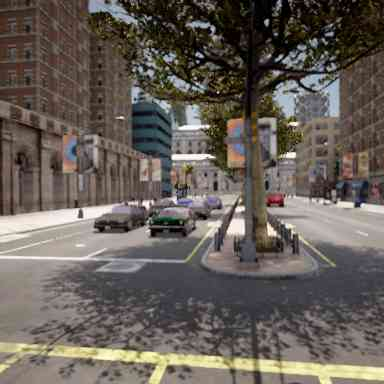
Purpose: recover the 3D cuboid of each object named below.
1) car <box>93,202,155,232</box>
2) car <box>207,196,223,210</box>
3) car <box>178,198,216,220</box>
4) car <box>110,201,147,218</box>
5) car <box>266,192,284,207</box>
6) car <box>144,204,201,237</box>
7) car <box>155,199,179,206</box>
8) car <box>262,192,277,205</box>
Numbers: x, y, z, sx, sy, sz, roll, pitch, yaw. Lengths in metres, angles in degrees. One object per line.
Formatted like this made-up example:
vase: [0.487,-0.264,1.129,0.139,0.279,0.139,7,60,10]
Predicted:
car: [-4.107,1.520,20.403,2.033,1.411,5.357,0,0,9]
car: [2.596,1.252,40.926,2.097,1.767,4.553,0,0,10]
car: [0.550,1.485,27.695,2.033,1.411,5.357,0,0,9]
car: [-5.727,1.552,30.634,1.895,1.301,4.718,0,0,9]
car: [11.697,1.070,46.996,2.150,2.045,5.566,0,0,9]
car: [-0.910,1.565,18.153,1.895,1.301,4.718,0,0,9]
car: [-2.581,1.449,30.366,1.837,1.490,4.892,0,0,9]
car: [13.273,1.041,57.296,2.150,2.045,5.566,0,0,9]
